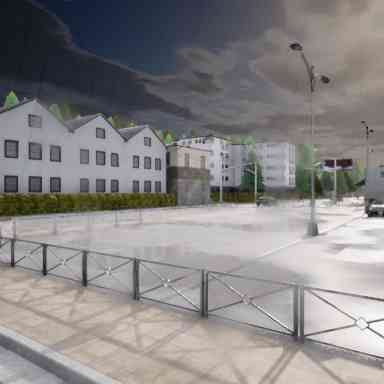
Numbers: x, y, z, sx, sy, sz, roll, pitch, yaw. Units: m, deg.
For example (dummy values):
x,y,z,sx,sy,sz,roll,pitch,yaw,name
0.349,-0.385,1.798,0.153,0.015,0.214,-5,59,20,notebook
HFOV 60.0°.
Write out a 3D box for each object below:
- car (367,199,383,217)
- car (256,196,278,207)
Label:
x,y,z,sx,sy,sz,roll,pitch,yaw,name
15.428,1.298,26.805,2.007,1.523,4.514,0,0,35,car
10.673,1.313,47.124,1.837,1.490,4.892,0,0,32,car
